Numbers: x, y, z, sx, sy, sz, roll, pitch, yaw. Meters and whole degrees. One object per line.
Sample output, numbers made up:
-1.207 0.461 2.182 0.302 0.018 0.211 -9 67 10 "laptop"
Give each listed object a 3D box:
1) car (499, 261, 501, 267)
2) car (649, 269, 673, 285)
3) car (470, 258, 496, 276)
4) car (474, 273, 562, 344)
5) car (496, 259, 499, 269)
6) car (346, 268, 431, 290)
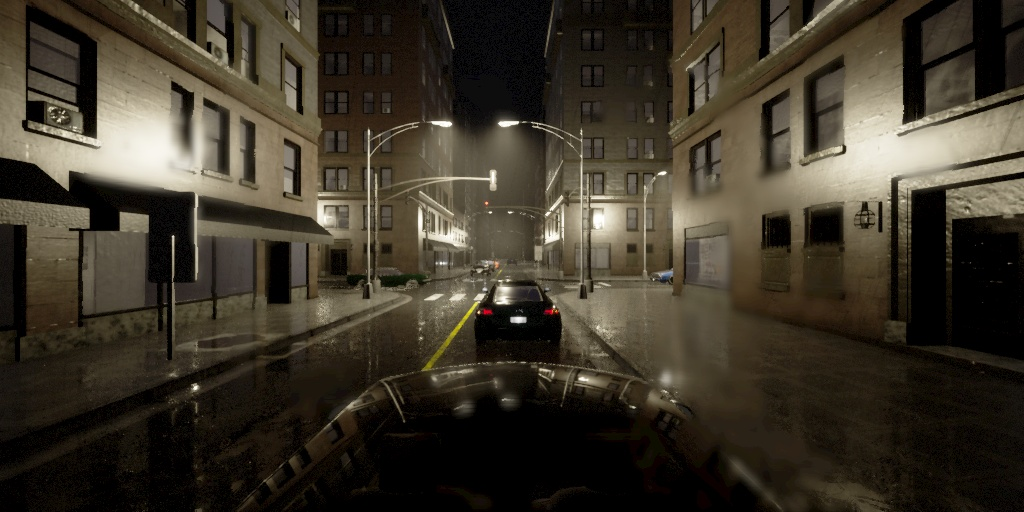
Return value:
-3.087 1.097 55.906 2.097 1.767 4.553 0 0 -1 "car"
12.615 1.262 25.214 5.357 1.411 2.033 0 0 0 "car"
-3.096 1.242 36.381 2.128 1.511 4.902 0 0 0 "car"
0.114 1.314 9.554 1.994 1.385 4.181 0 0 -1 "car"
-3.100 1.297 46.123 2.033 1.411 5.357 0 0 0 "car"
-7.400 1.367 21.947 4.718 1.301 1.895 0 0 0 "car"
